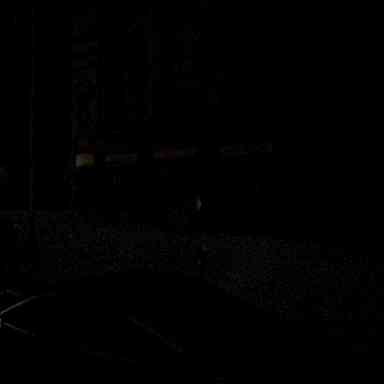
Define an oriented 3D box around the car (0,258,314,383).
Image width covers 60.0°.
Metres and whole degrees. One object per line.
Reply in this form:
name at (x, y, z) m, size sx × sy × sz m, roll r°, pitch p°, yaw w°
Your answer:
car at (-0.922, 1.551, 3.617) m, size 4.313 × 1.339 × 1.947 m, roll 0°, pitch 0°, yaw 35°
